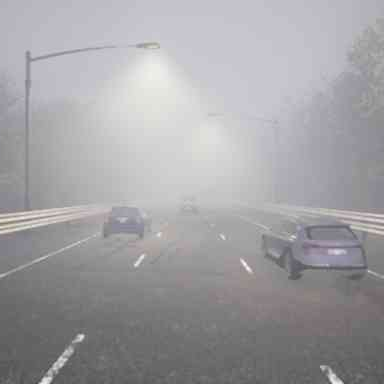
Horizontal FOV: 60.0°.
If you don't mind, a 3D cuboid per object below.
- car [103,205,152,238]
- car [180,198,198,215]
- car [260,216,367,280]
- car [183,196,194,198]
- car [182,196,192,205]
[{"bbox_3d":[-3.511,1.514,18.848,2.097,1.767,4.553,0,0,-1],"label":"car"},{"bbox_3d":[-0.385,1.834,38.939,2.163,1.488,4.792,0,0,-1],"label":"car"},{"bbox_3d":[3.460,1.519,10.220,2.033,1.649,4.856,0,0,0],"label":"car"},{"bbox_3d":[-0.565,1.673,53.673,2.150,2.045,5.566,0,0,-1],"label":"car"},{"bbox_3d":[-1.193,1.838,73.700,2.150,2.045,5.566,0,0,-2],"label":"car"}]
